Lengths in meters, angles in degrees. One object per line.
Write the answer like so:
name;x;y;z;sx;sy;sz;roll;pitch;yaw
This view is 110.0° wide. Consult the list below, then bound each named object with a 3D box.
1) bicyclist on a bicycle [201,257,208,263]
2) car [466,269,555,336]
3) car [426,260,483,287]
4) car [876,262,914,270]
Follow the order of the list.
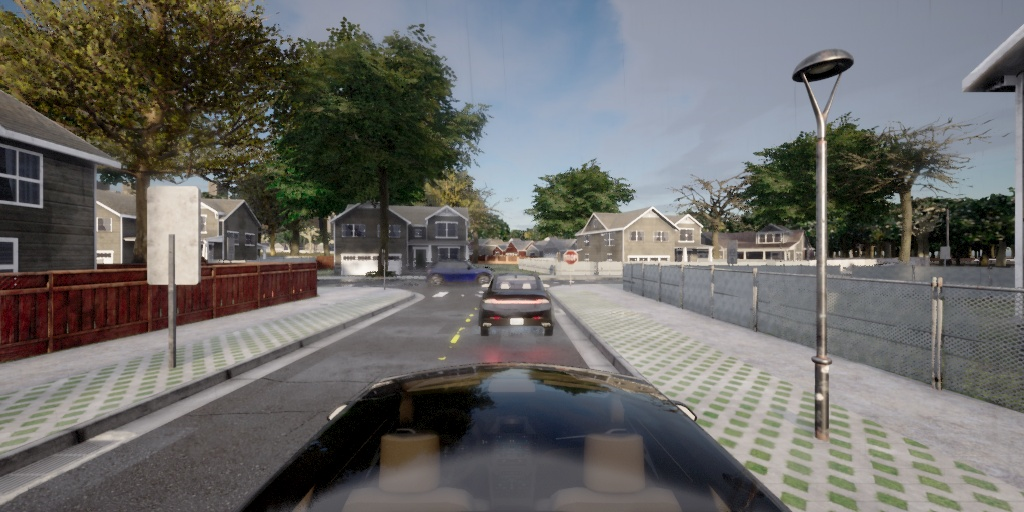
bicyclist on a bicycle;-22.304;0.880;25.945;0.582;1.620;1.656;0;0;-12
car;0.115;1.241;10.379;2.128;1.511;4.902;0;0;0
car;-3.392;1.074;23.825;4.553;1.767;2.097;0;0;-12
car;35.573;1.327;33.238;5.008;1.535;1.882;0;0;-17
